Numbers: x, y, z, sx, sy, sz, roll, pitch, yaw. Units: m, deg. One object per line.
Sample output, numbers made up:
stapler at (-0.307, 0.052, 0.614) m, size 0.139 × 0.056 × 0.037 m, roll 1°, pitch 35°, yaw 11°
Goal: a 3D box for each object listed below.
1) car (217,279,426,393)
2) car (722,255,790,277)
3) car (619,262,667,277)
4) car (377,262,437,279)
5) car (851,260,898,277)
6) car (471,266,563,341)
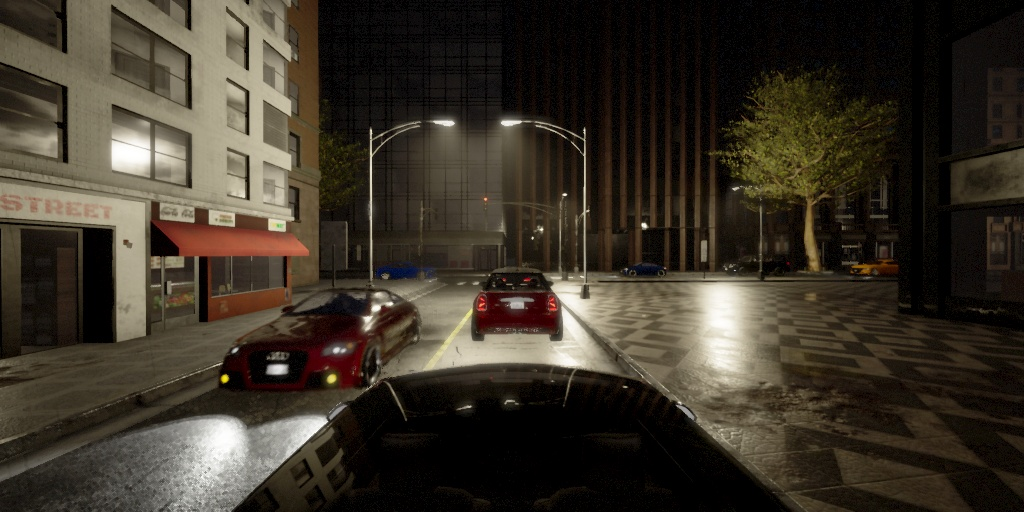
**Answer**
car at (-3.095, 1.314, 6.724) m, size 1.994 × 1.385 × 4.181 m, roll 0°, pitch 0°, yaw 0°
car at (22.959, 0.880, 33.778) m, size 5.566 × 2.045 × 2.150 m, roll 0°, pitch 0°, yaw 0°
car at (12.324, 1.257, 33.848) m, size 4.181 × 1.385 × 1.994 m, roll 0°, pitch 0°, yaw 0°
car at (-8.875, 1.262, 30.398) m, size 5.008 × 1.535 × 1.882 m, roll 0°, pitch 0°, yaw 5°
car at (34.842, 1.110, 33.707) m, size 5.008 × 1.535 × 1.882 m, roll 0°, pitch 0°, yaw 1°
car at (0.123, 1.101, 9.982) m, size 2.097 × 1.767 × 4.553 m, roll 0°, pitch 0°, yaw 0°
